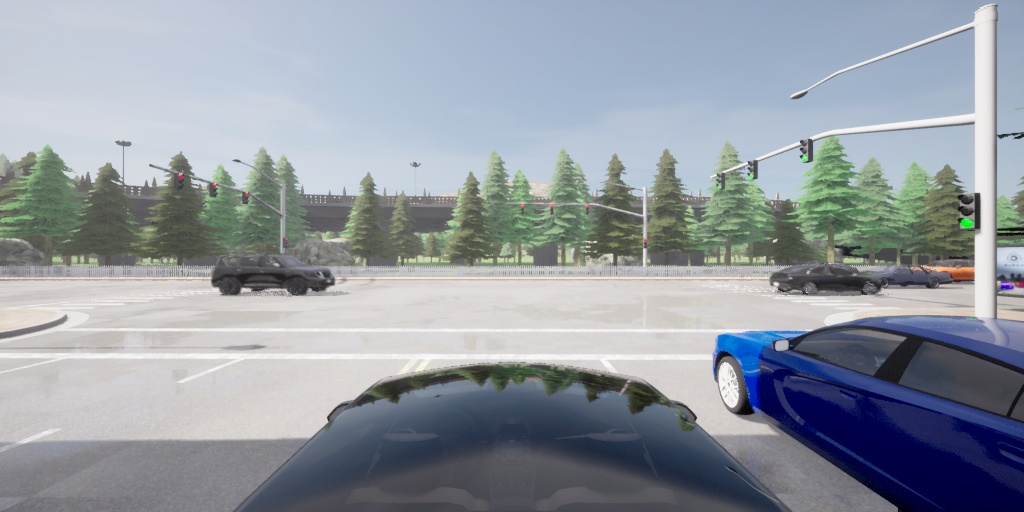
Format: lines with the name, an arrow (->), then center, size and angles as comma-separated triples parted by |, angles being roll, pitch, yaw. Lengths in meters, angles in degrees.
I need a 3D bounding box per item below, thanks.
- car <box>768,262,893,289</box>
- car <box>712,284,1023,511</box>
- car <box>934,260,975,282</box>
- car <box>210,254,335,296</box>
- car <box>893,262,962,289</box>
car -> 15.926, 1.199, 18.341 | 4.892, 1.490, 1.837 | 0, 0, 0
car -> 3.641, 1.228, 2.945 | 1.882, 1.535, 5.008 | 0, 0, 2
car -> 30.849, 1.047, 25.355 | 4.553, 1.767, 2.097 | 0, 0, 2
car -> -12.148, 0.921, 18.368 | 5.566, 2.045, 2.150 | 0, 0, 0
car -> 23.565, 1.242, 22.024 | 5.357, 1.411, 2.033 | 0, 0, 0
